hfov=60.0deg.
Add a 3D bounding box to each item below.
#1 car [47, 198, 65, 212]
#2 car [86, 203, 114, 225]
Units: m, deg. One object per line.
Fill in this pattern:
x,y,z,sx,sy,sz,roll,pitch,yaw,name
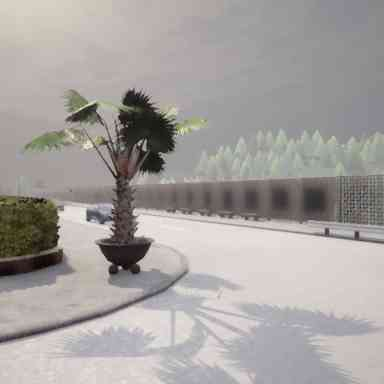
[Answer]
-16.021,1.476,38.030,1.882,1.535,5.008,0,0,-35,car
-6.382,1.524,24.413,1.812,1.442,4.674,0,0,-36,car
